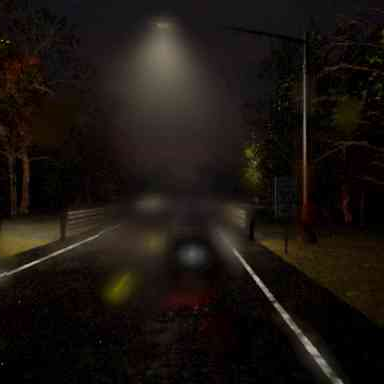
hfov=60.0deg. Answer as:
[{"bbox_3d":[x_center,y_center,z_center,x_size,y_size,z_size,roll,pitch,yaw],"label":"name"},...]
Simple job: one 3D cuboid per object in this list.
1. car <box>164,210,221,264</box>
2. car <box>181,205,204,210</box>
[{"bbox_3d":[0.036,1.634,12.380,1.837,1.490,4.892,0,0,0],"label":"car"},{"bbox_3d":[0.031,1.813,28.034,1.812,1.442,4.674,0,0,0],"label":"car"}]
